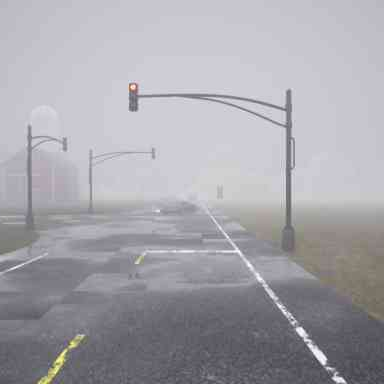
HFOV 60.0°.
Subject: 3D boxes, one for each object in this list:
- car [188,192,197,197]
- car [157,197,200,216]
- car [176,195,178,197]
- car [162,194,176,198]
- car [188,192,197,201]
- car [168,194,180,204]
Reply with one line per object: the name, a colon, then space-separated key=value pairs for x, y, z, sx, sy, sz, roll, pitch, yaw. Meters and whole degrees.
car: x=0.065 y=1.141 z=74.887 sx=2.150 sy=2.045 sz=5.566 roll=0 pitch=0 yaw=0
car: x=-1.108 y=1.528 z=32.901 sx=2.033 sy=1.411 sz=5.357 roll=0 pitch=0 yaw=26
car: x=-3.559 y=1.516 z=54.982 sx=1.994 sy=1.385 sz=4.181 roll=0 pitch=0 yaw=0
car: x=-3.572 y=1.444 z=45.088 sx=1.882 sy=1.535 sz=5.008 roll=0 pitch=0 yaw=0
car: x=0.056 y=1.117 z=85.531 sx=2.150 sy=2.045 sz=5.566 roll=0 pitch=0 yaw=0
car: x=-3.501 y=1.288 z=65.007 sx=2.097 sy=1.767 sz=4.553 roll=0 pitch=0 yaw=1
